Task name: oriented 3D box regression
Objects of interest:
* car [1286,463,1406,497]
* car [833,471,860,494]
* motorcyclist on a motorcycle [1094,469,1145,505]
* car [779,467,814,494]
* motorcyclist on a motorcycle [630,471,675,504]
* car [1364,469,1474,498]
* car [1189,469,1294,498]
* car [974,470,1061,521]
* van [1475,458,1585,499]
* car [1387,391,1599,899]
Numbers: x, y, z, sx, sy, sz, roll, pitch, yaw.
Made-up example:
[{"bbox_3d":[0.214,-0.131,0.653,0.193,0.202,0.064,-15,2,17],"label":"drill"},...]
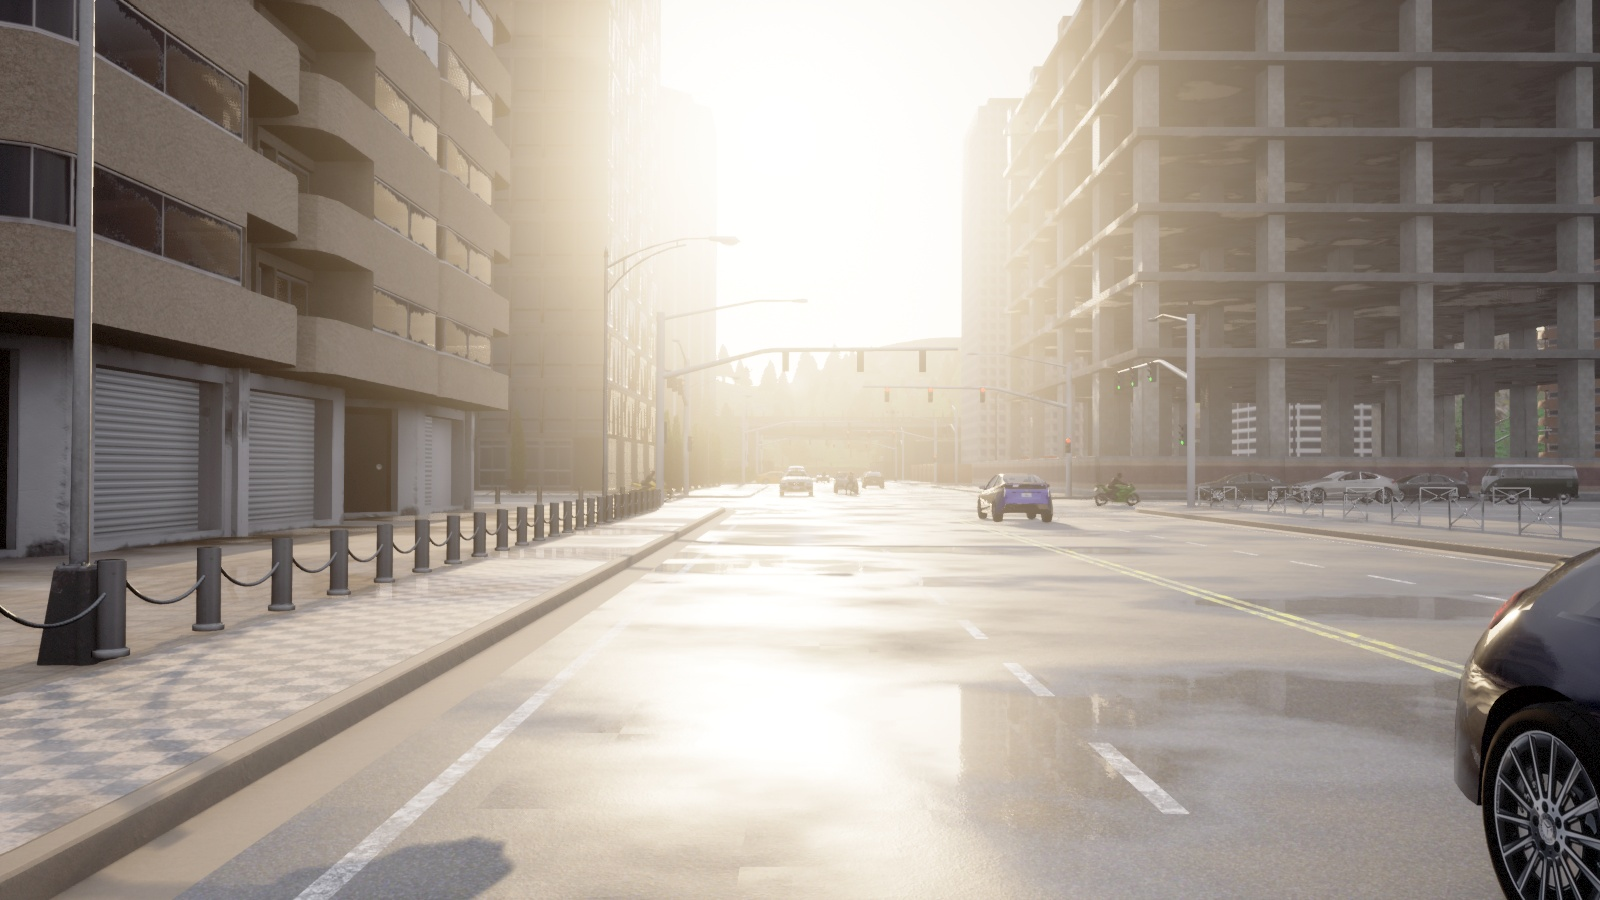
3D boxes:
[{"bbox_3d":[27.222,1.480,62.726,5.027,1.651,2.152,0,-1,0],"label":"car"},{"bbox_3d":[3.265,2.267,88.743,1.789,1.549,3.705,0,-1,0],"label":"car"},{"bbox_3d":[14.142,1.634,55.624,2.044,1.523,0.797,-1,-1,-1],"label":"motorcyclist on a motorcycle"},{"bbox_3d":[-0.211,1.928,79.617,2.152,1.651,5.027,0,-1,0],"label":"car"},{"bbox_3d":[-6.888,1.756,58.742,2.044,1.523,0.797,0,-1,-1],"label":"motorcyclist on a motorcycle"},{"bbox_3d":[32.643,1.743,66.259,4.892,1.490,1.837,0,-1,-1],"label":"car"},{"bbox_3d":[23.227,1.780,66.199,4.892,1.490,1.837,0,-1,0],"label":"car"},{"bbox_3d":[6.893,1.409,40.286,2.007,1.525,4.514,0,-1,0],"label":"car"},{"bbox_3d":[36.441,1.418,62.785,4.442,1.987,1.775,0,-1,0],"label":"van"},{"bbox_3d":[3.492,0.623,2.625,2.152,1.651,5.027,0,-1,0],"label":"car"}]
